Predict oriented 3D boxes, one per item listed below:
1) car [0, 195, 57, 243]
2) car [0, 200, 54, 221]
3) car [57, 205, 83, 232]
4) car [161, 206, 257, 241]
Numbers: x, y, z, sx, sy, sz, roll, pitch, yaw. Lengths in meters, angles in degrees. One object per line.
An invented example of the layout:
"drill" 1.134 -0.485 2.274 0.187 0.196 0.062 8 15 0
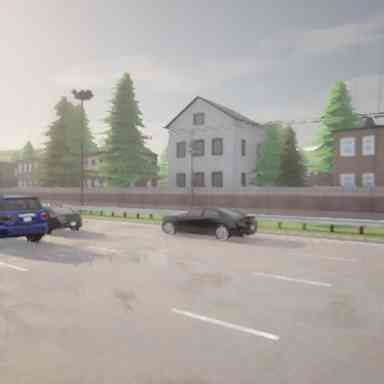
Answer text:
"car" -8.519 1.132 14.368 5.566 2.045 2.150 0 0 36
"car" -13.510 1.393 26.526 5.357 1.411 2.033 0 0 36
"car" -7.903 1.426 18.228 4.674 1.442 1.812 0 0 36
"car" 0.721 1.426 16.367 5.008 1.535 1.882 1 0 36
